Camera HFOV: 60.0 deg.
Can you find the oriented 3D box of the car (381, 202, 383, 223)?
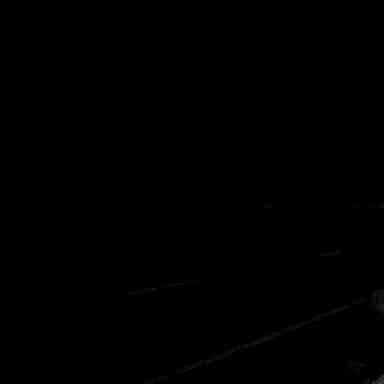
[{"bbox_3d":[13.660,1.809,27.888,2.163,1.488,4.792,1,-1,-42],"label":"car"}]

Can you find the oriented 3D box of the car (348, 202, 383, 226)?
[{"bbox_3d":[11.644,1.738,26.044,2.231,1.521,4.892,1,-1,-41],"label":"car"}]

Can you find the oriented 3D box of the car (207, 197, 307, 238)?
[{"bbox_3d":[3.216,1.324,18.899,2.435,2.045,5.566,1,-1,-38],"label":"car"}]

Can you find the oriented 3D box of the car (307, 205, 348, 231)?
[{"bbox_3d":[7.430,1.676,22.374,2.163,1.488,4.792,1,-1,-40],"label":"car"}]
